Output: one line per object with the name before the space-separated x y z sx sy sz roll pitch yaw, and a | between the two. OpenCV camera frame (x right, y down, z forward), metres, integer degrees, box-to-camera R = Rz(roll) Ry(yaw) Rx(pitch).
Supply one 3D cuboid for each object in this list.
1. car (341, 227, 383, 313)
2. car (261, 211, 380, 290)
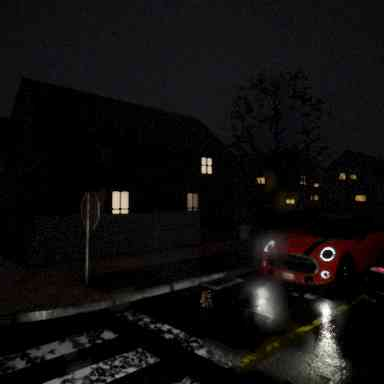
car | 5.234 1.566 6.822 4.902 1.511 2.128 1 -1 -43
car | 3.975 1.461 9.546 4.553 1.767 2.097 1 -1 -43
